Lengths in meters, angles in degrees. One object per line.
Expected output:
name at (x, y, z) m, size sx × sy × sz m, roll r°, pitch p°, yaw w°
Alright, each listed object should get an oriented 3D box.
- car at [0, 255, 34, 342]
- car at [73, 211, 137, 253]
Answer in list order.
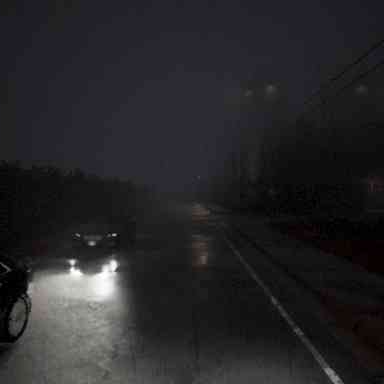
car at (-3.601, 1.538, 3.765) m, size 1.837 × 1.490 × 4.892 m, roll 0°, pitch -1°, yaw 0°
car at (-3.594, 1.605, 14.445) m, size 2.128 × 1.511 × 4.902 m, roll 0°, pitch 0°, yaw 0°
